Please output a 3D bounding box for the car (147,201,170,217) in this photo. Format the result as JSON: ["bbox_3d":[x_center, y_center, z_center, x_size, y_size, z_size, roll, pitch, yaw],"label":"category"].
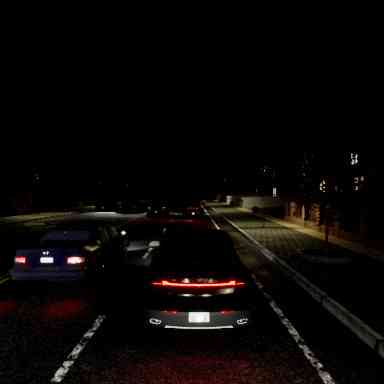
[{"bbox_3d":[-3.160,1.540,31.494,1.812,1.442,4.674,0,0,0],"label":"car"}]

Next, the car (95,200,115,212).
[{"bbox_3d":[-9.807,1.586,38.594,1.994,1.385,4.181,0,0,0],"label":"car"}]

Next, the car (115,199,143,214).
[{"bbox_3d":[-6.572,1.496,36.255,1.882,1.535,5.008,0,0,0],"label":"car"}]

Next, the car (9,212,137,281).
[{"bbox_3d":[-3.191,1.550,9.851,2.033,1.411,5.357,0,0,0],"label":"car"}]

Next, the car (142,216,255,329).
[{"bbox_3d":[0.099,1.507,7.076,1.837,1.490,4.892,0,0,0],"label":"car"}]

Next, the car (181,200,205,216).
[{"bbox_3d":[0.100,1.518,29.787,1.837,1.490,4.892,0,0,0],"label":"car"}]
